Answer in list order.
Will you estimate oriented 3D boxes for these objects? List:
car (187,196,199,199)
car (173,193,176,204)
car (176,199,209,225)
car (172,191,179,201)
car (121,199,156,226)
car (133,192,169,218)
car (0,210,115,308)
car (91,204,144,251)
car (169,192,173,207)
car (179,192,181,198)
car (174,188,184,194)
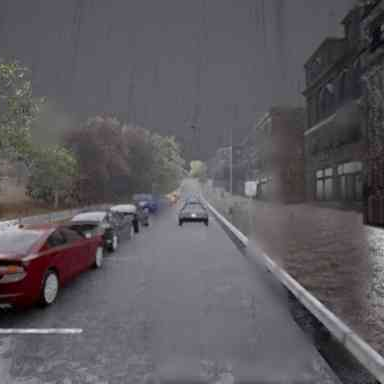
[{"bbox_3d":[0.099,1.252,41.629,2.033,1.411,5.357,0,1,0],"label":"car"},{"bbox_3d":[-3.664,1.248,41.330,2.163,1.488,4.792,-1,1,2],"label":"car"},{"bbox_3d":[0.099,1.416,22.734,1.994,1.385,4.181,0,0,0],"label":"car"},{"bbox_3d":[-3.646,1.084,52.576,1.946,1.575,5.366,0,1,2],"label":"car"},{"bbox_3d":[-3.652,1.375,19.119,2.097,1.535,5.008,0,0,2],"label":"car"},{"bbox_3d":[-3.651,1.040,28.070,2.435,2.045,5.566,0,0,2],"label":"car"},{"bbox_3d":[-3.652,1.464,8.022,2.097,1.535,5.008,0,1,2],"label":"car"},{"bbox_3d":[-3.652,1.430,13.578,2.231,1.521,4.892,0,0,2],"label":"car"},{"bbox_3d":[-3.654,1.113,35.724,2.185,1.767,4.553,0,1,2],"label":"car"},{"bbox_3d":[-3.653,1.059,58.713,2.002,1.452,4.674,0,1,2],"label":"car"},{"bbox_3d":[-3.630,0.563,71.966,2.185,1.767,4.553,2,2,2],"label":"car"}]
